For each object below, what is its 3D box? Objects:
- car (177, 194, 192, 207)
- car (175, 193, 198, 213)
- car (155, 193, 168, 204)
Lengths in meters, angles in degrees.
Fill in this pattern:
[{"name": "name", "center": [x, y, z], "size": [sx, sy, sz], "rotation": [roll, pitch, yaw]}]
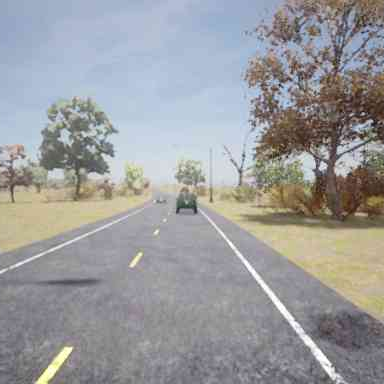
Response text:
[{"name": "car", "center": [-1.206, 1.177, 49.595], "size": [2.097, 1.767, 4.553], "rotation": [0, 0, -3]}, {"name": "car", "center": [-0.562, 1.108, 34.776], "size": [2.150, 2.045, 5.566], "rotation": [0, 0, -1]}, {"name": "car", "center": [-5.365, 1.279, 59.036], "size": [2.128, 1.511, 4.902], "rotation": [0, 0, -3]}]
